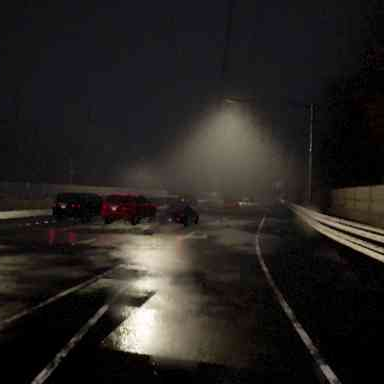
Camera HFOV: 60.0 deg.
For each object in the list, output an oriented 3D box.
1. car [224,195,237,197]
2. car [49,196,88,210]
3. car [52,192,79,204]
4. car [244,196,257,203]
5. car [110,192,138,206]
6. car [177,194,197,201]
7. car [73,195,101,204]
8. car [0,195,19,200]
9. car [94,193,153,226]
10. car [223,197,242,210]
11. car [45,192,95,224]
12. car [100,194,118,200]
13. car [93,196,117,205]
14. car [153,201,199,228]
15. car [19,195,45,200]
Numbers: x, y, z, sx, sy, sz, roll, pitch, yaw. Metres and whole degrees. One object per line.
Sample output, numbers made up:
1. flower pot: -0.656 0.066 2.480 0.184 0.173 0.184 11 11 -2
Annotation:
1. car: 8.336 1.757 74.964 2.150 2.045 5.566 1 0 14
2. car: -14.682 1.246 39.793 1.837 1.490 4.892 1 0 14
3. car: -21.386 0.990 56.496 2.097 1.767 4.553 1 0 14
4. car: 16.452 2.340 93.575 1.837 1.490 4.892 1 0 14
5. car: -11.058 1.130 54.552 2.150 2.045 5.566 2 0 14
6. car: -0.761 1.400 52.350 2.150 2.045 5.566 1 0 14
7. car: -17.745 1.284 56.626 2.033 1.411 5.357 1 0 14
8. car: -21.647 1.104 40.713 2.033 1.411 5.357 1 0 14
9. car: -4.231 1.170 23.250 2.150 2.045 5.566 1 0 14
10. car: 6.074 1.921 50.873 1.994 1.385 4.181 1 0 14
11. car: -7.659 1.080 23.961 2.150 2.045 5.566 1 0 14
12. car: -17.752 1.016 71.331 1.895 1.301 4.718 1 0 14
13. car: -14.443 1.347 55.470 1.812 1.442 4.674 1 0 14
14. car: -0.807 1.564 22.542 1.812 1.442 4.674 1 0 14
15. car: -18.080 1.144 40.613 2.128 1.511 4.902 1 0 14
